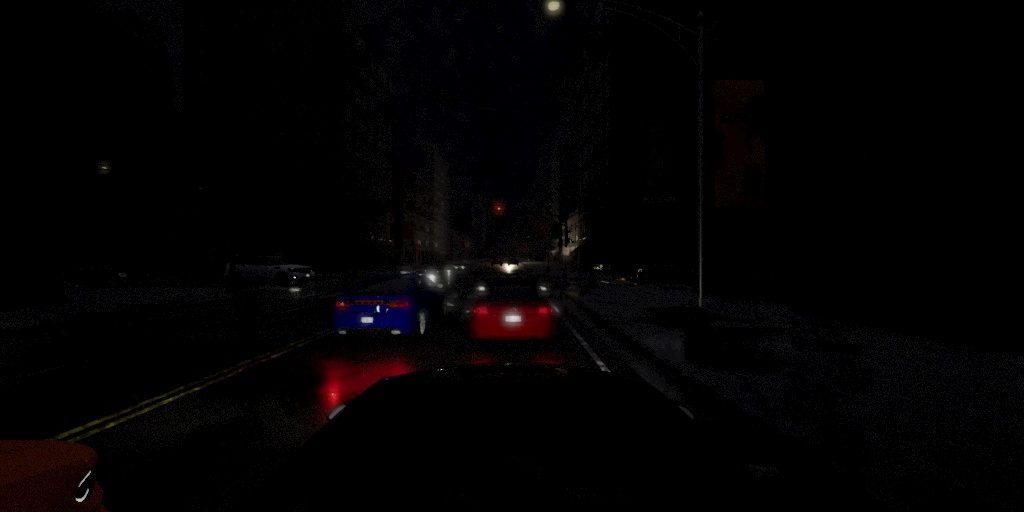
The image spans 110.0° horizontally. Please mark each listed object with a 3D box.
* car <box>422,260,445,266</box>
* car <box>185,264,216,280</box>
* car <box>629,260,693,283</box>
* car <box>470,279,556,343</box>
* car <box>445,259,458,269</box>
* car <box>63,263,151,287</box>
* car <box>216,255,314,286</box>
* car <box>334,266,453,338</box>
[{"bbox_3d":[-9.708,1.350,42.554,1.895,1.301,4.718,0,0,0],"label":"car"},{"bbox_3d":[-25.276,1.330,30.556,4.313,1.339,1.948,0,0,0],"label":"car"},{"bbox_3d":[11.637,1.140,28.083,4.553,1.767,2.097,0,0,2],"label":"car"},{"bbox_3d":[0.031,1.314,9.674,1.994,1.385,4.181,0,0,0],"label":"car"},{"bbox_3d":[-9.668,1.250,52.813,1.837,1.490,4.892,0,0,0],"label":"car"},{"bbox_3d":[-25.346,1.172,22.531,4.097,1.591,1.967,0,0,0],"label":"car"},{"bbox_3d":[-16.587,0.965,24.578,5.566,2.045,2.150,0,0,6],"label":"car"},{"bbox_3d":[-3.120,1.228,10.202,1.882,1.535,5.008,0,0,0],"label":"car"}]
